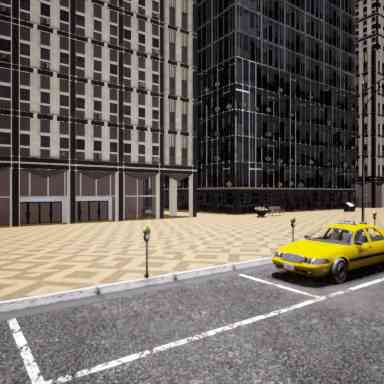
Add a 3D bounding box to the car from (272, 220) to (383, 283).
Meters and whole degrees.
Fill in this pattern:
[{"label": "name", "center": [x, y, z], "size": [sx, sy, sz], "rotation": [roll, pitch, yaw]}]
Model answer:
[{"label": "car", "center": [4.366, 1.526, 9.631], "size": [4.829, 1.417, 1.752], "rotation": [0, 0, -35]}]
